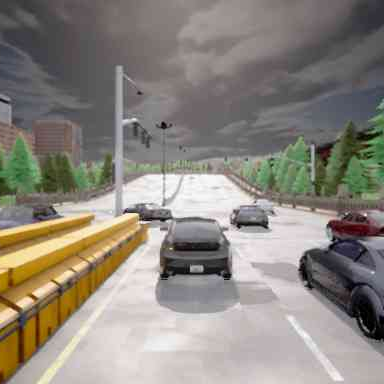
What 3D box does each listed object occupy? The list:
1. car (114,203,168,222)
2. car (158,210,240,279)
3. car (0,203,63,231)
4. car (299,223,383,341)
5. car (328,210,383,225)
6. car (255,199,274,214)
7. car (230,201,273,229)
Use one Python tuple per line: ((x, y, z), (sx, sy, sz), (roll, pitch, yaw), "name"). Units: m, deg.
((-3.656, 1.511, 24.521), (2.033, 1.411, 5.357), (0, 0, -42), "car")
((0.083, 1.491, 9.987), (1.837, 1.490, 4.892), (0, 0, -1), "car")
((-7.011, 1.331, 13.685), (2.097, 1.767, 4.553), (0, 0, 0), "car")
((3.600, 1.555, 6.497), (1.994, 1.385, 4.181), (0, 0, 0), "car")
((7.104, 1.458, 13.274), (1.882, 1.535, 5.008), (0, 0, 0), "car")
((7.093, 1.476, 33.994), (1.812, 1.442, 4.674), (0, 0, 0), "car")
((3.602, 1.532, 21.508), (1.994, 1.385, 4.181), (0, 0, 0), "car")
